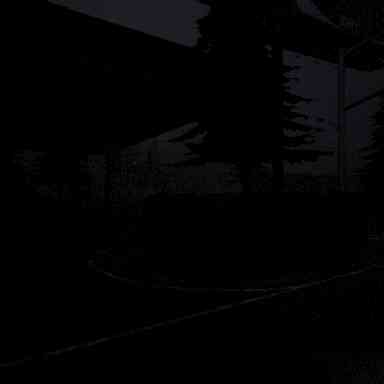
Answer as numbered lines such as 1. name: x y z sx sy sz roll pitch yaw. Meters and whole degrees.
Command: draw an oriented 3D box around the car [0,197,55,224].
1. car: -11.923 1.313 23.512 3.866 1.878 1.905 0 0 -36
